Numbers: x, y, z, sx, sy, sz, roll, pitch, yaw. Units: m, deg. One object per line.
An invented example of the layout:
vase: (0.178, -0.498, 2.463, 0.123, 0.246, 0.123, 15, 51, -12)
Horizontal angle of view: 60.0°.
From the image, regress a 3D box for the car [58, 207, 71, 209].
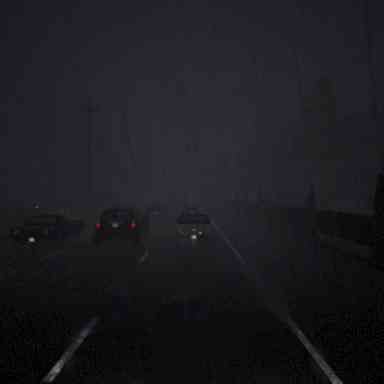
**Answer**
car: (-20.379, 2.105, 53.205, 1.812, 1.442, 4.674, 0, -1, -13)

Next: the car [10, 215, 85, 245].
car: (-6.917, 1.783, 16.582, 1.895, 1.301, 4.718, 0, -1, 0)

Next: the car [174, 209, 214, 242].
car: (0.083, 1.790, 17.448, 1.895, 1.301, 4.718, 0, -1, 0)

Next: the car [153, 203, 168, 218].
car: (-3.589, 1.876, 34.224, 1.837, 1.490, 4.892, 0, -1, -2)

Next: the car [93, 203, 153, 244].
car: (-3.418, 1.536, 16.888, 2.097, 1.767, 4.553, 0, -1, 0)

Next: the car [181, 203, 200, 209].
car: (-0.153, 1.907, 35.221, 1.812, 1.442, 4.674, 0, -1, -3)

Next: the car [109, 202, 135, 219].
car: (-7.088, 1.877, 34.236, 1.837, 1.490, 4.892, 0, -1, -2)
